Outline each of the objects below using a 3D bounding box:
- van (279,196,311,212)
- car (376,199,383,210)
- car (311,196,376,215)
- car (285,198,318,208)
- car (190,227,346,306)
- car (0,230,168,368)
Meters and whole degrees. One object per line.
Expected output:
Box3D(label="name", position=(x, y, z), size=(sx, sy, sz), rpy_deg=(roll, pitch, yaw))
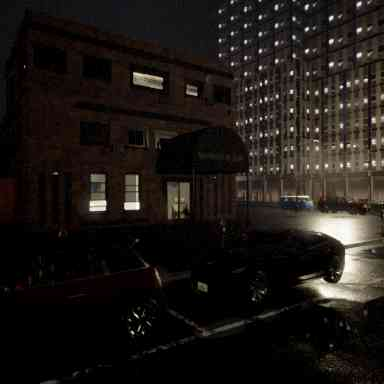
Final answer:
Box3D(label="van", position=(11.726, 1.324, 37.590), size=(1.690, 1.788, 3.998), rpy_deg=(0, 0, -35))
Box3D(label="car", position=(21.771, 1.497, 37.840), size=(2.008, 1.369, 4.403), rpy_deg=(0, 0, -35))
Box3D(label="car", position=(14.896, 1.306, 33.045), size=(2.192, 1.841, 5.009), rpy_deg=(0, 0, -35))
Box3D(label="car", position=(15.432, 1.512, 46.930), size=(1.802, 1.307, 4.206), rpy_deg=(0, 0, -35))
Box3D(label="car", position=(1.988, 1.565, 8.056), size=(4.313, 1.339, 1.947), rpy_deg=(0, 0, -35))
Box3D(label="car", position=(-2.475, 1.440, 4.802), size=(4.097, 1.590, 1.967), rpy_deg=(0, 0, -35))
